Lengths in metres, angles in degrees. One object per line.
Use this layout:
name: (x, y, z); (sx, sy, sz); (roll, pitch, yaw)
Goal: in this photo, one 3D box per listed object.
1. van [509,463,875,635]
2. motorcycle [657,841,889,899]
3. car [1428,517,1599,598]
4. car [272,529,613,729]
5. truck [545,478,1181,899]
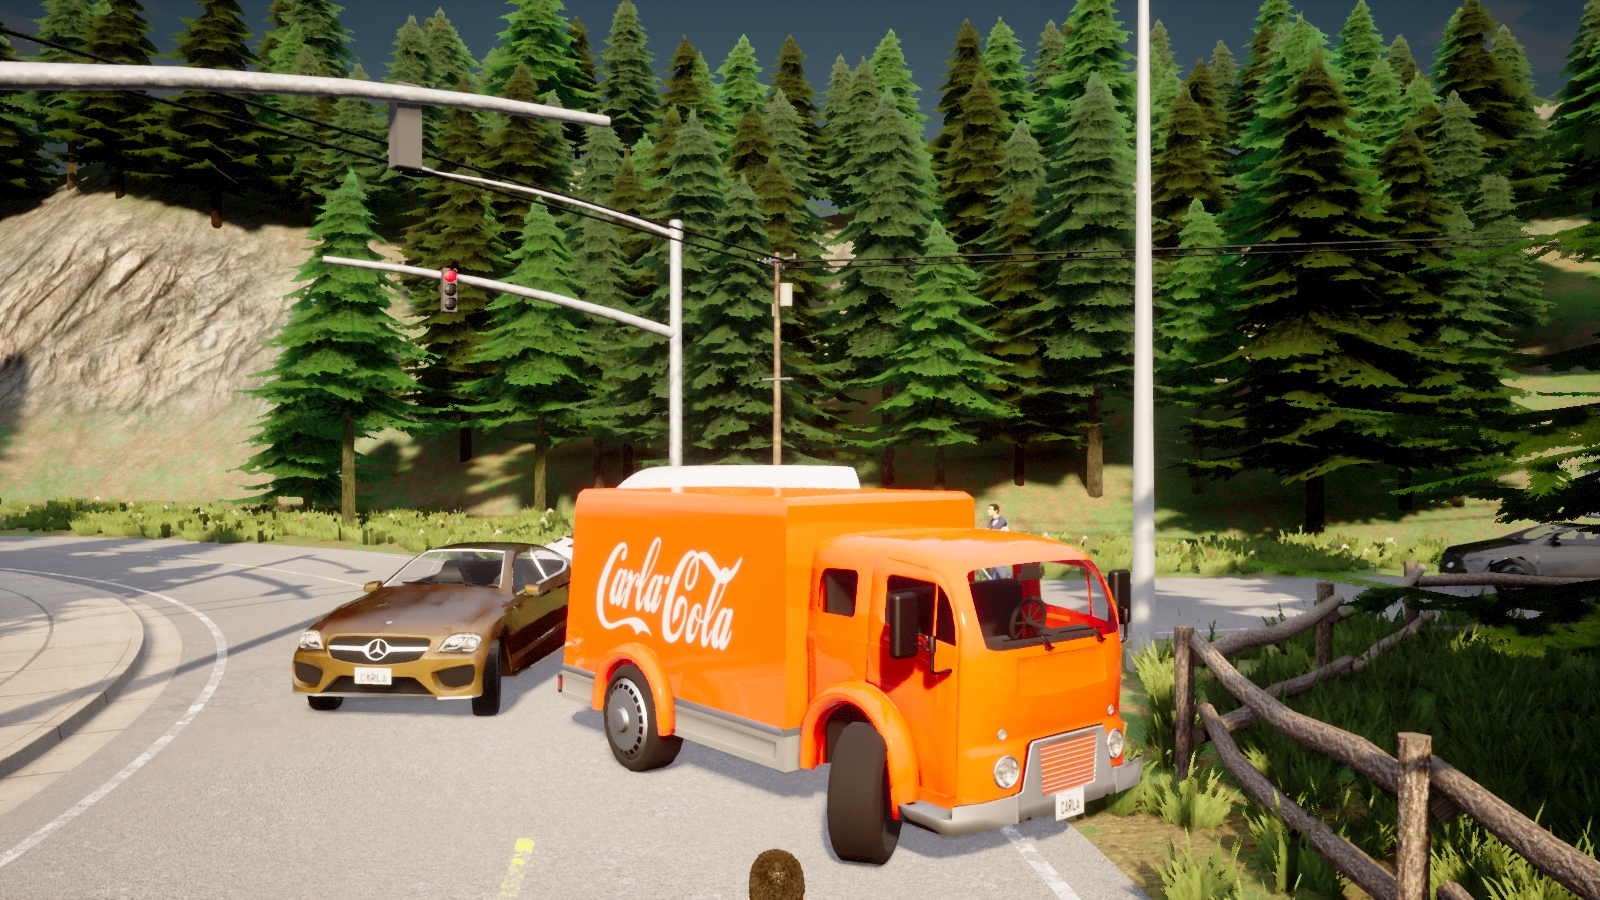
van: (-1.776, 1.528, 19.549); (5.915, 2.561, 1.988); (0, 0, -27)
motorcycle: (-0.074, 2.159, 3.526); (0.803, 1.199, 2.033); (0, 0, -2)
car: (15.136, 2.119, 22.764); (4.181, 1.385, 1.994); (0, 0, 12)
car: (-4.038, 1.970, 14.038); (2.152, 1.651, 5.027); (0, 0, 6)
truck: (0.202, 1.542, 9.769); (2.627, 2.467, 5.204); (0, 0, -39)
